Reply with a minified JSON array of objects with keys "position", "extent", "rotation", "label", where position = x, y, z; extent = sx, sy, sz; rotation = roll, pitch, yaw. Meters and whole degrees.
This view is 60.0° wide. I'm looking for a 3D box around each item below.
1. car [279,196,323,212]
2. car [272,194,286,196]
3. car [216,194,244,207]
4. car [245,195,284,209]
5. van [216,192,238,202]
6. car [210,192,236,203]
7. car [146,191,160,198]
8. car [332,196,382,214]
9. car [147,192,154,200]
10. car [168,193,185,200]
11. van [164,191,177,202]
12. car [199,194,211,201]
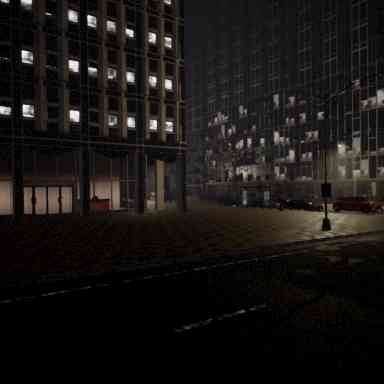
[{"position":[12.132,1.423,36.230],"extent":[1.947,1.339,4.313],"rotation":[0,1,-34],"label":"car"},{"position":[11.296,1.117,42.234],"extent":[2.097,1.767,4.553],"rotation":[-1,1,-34],"label":"car"},{"position":[5.759,1.319,45.644],"extent":[1.947,1.339,4.313],"rotation":[0,1,-34],"label":"car"},{"position":[8.928,1.387,40.927],"extent":[1.802,1.307,4.206],"rotation":[0,1,-34],"label":"car"},{"position":[6.276,0.855,59.783],"extent":[1.690,1.788,3.998],"rotation":[0,1,-34],"label":"van"},{"position":[5.439,1.175,50.783],"extent":[1.837,1.490,4.892],"rotation":[-1,1,-34],"label":"car"},{"position":[-9.812,0.686,83.209],"extent":[1.967,1.590,4.097],"rotation":[0,1,-34],"label":"car"},{"position":[16.892,1.206,34.084],"extent":[2.097,1.767,4.553],"rotation":[-1,1,-35],"label":"car"},{"position":[-10.285,1.039,69.098],"extent":[2.008,1.369,4.403],"rotation":[0,1,-34],"label":"car"},{"position":[-3.376,0.935,73.842],"extent":[1.802,1.307,4.206],"rotation":[0,1,-34],"label":"car"},{"position":[-3.849,0.937,59.725],"extent":[1.690,1.788,3.998],"rotation":[0,1,-34],"label":"van"},{"position":[3.059,1.043,64.471],"extent":[1.802,1.307,4.206],"rotation":[0,1,-34],"label":"car"}]
